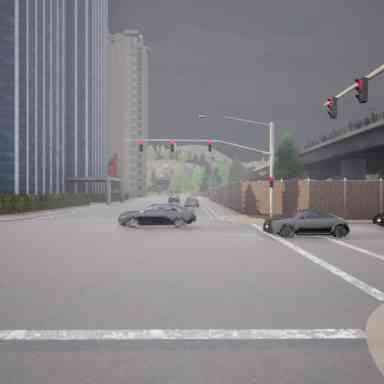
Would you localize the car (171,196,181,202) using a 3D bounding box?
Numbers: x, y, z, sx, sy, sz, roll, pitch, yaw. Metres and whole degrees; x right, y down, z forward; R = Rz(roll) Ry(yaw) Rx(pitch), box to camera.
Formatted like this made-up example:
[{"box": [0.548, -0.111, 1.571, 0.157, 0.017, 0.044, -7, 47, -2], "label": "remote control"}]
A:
[{"box": [-3.628, 1.540, 74.499, 2.033, 1.411, 5.357, 0, 0, 0], "label": "car"}]

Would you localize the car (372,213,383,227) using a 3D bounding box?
[{"box": [13.790, 1.619, 21.018, 4.181, 1.385, 1.994, 0, 0, 0], "label": "car"}]

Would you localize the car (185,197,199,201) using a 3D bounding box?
[{"box": [0.014, 1.564, 47.779, 1.994, 1.385, 4.181, 0, 0, 0], "label": "car"}]

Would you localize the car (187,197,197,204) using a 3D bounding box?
[{"box": [-0.018, 1.601, 67.438, 1.895, 1.301, 4.718, 0, 0, 0], "label": "car"}]

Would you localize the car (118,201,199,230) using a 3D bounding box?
[{"box": [-2.138, 1.520, 20.957, 4.902, 1.511, 2.128, 0, 0, 0], "label": "car"}]

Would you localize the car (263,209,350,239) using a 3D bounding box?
[{"box": [5.845, 1.609, 17.221, 4.181, 1.385, 1.994, 0, 0, -4], "label": "car"}]

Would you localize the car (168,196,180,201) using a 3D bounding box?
[{"box": [-3.513, 1.478, 64.282, 1.882, 1.535, 5.008, 0, 0, 0], "label": "car"}]
